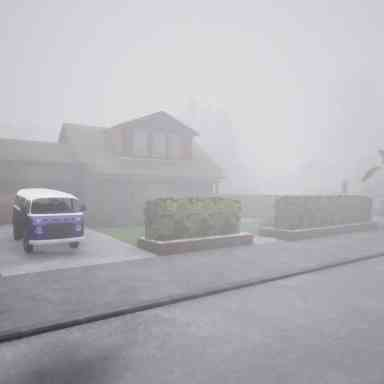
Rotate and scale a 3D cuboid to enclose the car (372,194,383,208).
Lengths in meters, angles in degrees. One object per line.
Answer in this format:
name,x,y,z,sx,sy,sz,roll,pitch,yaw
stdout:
car,23.994,0.986,40.731,3.866,1.878,1.905,0,0,0
